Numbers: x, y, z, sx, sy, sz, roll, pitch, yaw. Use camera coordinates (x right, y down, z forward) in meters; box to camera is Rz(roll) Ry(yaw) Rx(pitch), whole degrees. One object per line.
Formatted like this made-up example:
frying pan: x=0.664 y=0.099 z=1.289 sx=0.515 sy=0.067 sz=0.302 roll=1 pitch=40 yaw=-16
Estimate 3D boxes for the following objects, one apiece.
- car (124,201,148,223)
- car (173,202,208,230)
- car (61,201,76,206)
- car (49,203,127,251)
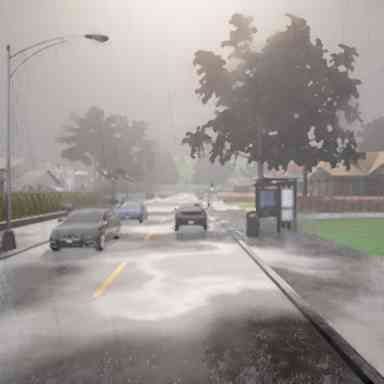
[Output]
car: x=-4.274 y=1.374 z=24.102 sx=1.812 sy=1.442 sz=4.674 roll=0 pitch=0 yaw=-1
car: x=-0.065 y=1.373 z=20.229 sx=1.837 sy=1.490 sz=4.892 roll=0 pitch=0 yaw=0
car: x=-13.133 y=1.176 z=29.954 sx=5.357 sy=1.415 sz=2.033 roll=0 pitch=0 yaw=2
car: x=-4.208 y=1.420 z=13.787 sx=1.837 sy=1.490 sz=4.892 roll=0 pitch=0 yaw=0
